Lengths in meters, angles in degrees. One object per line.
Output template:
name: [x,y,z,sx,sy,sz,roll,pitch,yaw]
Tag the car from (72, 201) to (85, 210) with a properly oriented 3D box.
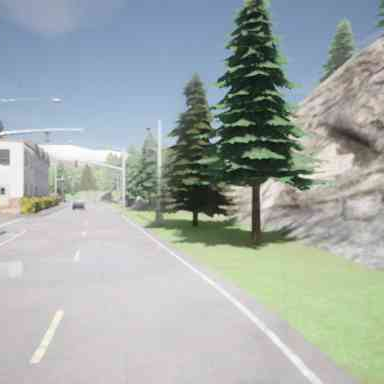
car: [-17.572,2.106,51.657,1.895,1.301,4.718,0,-1,-16]
